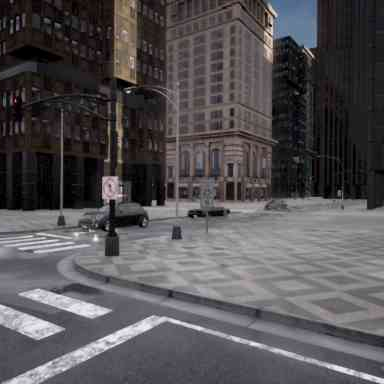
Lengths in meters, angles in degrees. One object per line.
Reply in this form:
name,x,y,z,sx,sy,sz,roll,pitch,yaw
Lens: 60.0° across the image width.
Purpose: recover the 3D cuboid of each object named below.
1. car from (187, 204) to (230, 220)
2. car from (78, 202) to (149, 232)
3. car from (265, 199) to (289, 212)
car,1.550,1.748,29.950,1.895,1.301,4.718,1,0,35
car,-4.831,1.431,20.906,2.097,1.767,4.553,1,0,35
car,11.125,1.745,43.459,1.837,1.490,4.892,1,0,36
